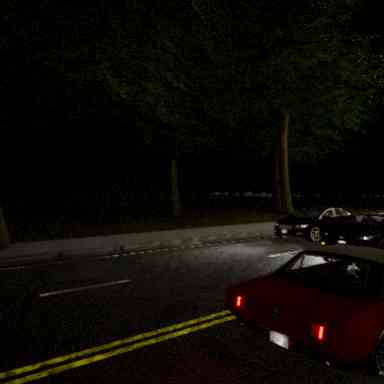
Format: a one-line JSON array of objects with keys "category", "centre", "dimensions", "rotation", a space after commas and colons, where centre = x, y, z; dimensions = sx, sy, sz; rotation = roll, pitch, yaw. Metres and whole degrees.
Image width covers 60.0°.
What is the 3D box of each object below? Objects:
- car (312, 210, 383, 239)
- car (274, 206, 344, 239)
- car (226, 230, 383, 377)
[{"category": "car", "centre": [6.717, 1.523, 12.467], "dimensions": [4.181, 1.385, 1.994], "rotation": [0, 0, -35]}, {"category": "car", "centre": [6.026, 1.446, 15.965], "dimensions": [4.902, 1.511, 2.128], "rotation": [0, 0, -35]}, {"category": "car", "centre": [2.915, 1.581, 5.522], "dimensions": [4.718, 1.301, 1.895], "rotation": [0, 0, -36]}]
